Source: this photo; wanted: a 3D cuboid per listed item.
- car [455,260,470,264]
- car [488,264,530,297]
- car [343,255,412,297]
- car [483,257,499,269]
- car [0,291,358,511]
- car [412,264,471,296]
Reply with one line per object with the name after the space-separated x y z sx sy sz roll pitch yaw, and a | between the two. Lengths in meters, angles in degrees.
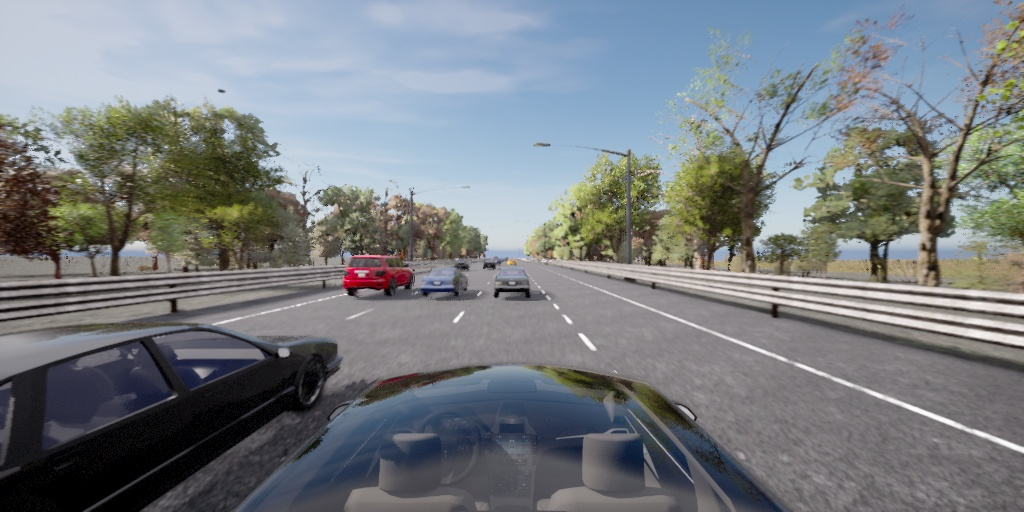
-6.982 1.310 50.972 1.837 1.490 4.892 0 0 0 | car
0.006 1.313 19.157 2.033 1.411 5.357 0 0 0 | car
-6.992 0.989 19.360 2.150 2.045 5.566 0 0 0 | car
-3.479 1.289 56.965 1.882 1.535 5.008 0 0 0 | car
-3.498 1.298 3.021 2.033 1.411 5.357 0 0 0 | car
-3.493 1.314 19.220 2.033 1.411 5.357 0 0 0 | car
